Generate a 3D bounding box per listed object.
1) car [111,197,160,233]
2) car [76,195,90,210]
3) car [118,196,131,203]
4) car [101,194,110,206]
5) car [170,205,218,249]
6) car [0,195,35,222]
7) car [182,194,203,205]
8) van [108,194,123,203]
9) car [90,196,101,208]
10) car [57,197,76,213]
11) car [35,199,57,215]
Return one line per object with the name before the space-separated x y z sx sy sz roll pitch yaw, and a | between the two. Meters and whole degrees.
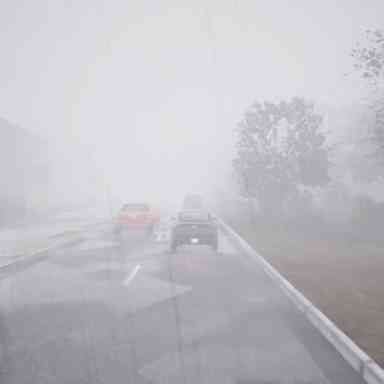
car | -3.151 1.381 20.014 2.097 1.767 4.553 0 0 0
car | -15.501 1.393 43.413 2.185 1.767 4.553 0 0 0
car | -15.603 1.614 76.598 2.002 1.452 4.674 -2 0 0
car | -15.529 1.577 54.559 2.002 1.452 4.674 0 0 0
car | 0.099 1.526 14.628 1.837 1.490 4.892 0 0 0
car | -15.459 1.239 26.903 2.435 2.045 5.566 0 0 0
car | 0.099 1.276 37.637 2.150 2.045 5.566 0 0 0
van | -15.556 1.329 65.491 1.878 1.987 4.442 0 0 0
car | -15.514 1.402 48.938 2.185 1.767 4.553 0 0 0
car | -15.487 1.510 37.862 2.231 1.521 4.892 0 0 0
car | -15.473 1.500 32.336 2.097 1.535 5.008 0 0 0
